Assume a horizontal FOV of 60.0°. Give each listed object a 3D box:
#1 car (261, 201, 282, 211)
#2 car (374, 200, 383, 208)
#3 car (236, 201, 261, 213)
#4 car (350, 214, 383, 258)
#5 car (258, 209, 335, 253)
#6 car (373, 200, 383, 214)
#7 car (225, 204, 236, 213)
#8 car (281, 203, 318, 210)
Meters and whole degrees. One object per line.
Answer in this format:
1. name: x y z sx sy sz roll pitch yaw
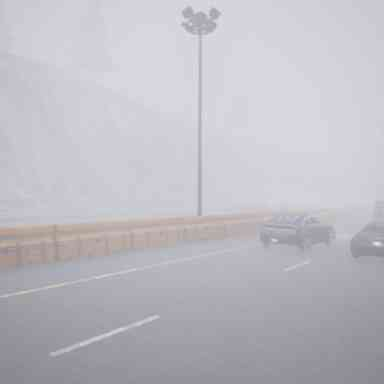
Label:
1. car: 11.452 2.165 42.409 4.902 1.511 2.128 1 -1 -42
2. car: 41.928 2.593 72.079 4.902 1.511 2.128 1 -1 -28
3. car: 8.466 2.045 44.399 4.553 1.767 2.097 1 -1 -43
4. car: 7.756 1.787 13.034 1.994 1.385 4.181 -1 -1 42
5. car: 4.895 1.737 15.082 2.128 1.511 4.902 -1 -1 42
6. car: 17.321 1.708 28.471 5.566 2.045 2.150 1 -1 -44
7. car: 7.108 2.290 47.961 5.357 1.411 2.033 1 -1 -42
8. car: 12.949 2.106 39.035 5.008 1.535 1.882 1 -1 -43
